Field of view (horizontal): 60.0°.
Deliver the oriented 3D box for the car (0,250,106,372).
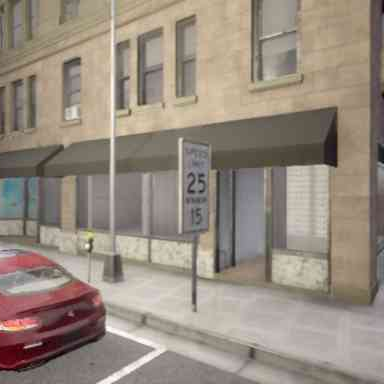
[{"bbox_3d":[-3.110,1.579,5.183,4.206,1.307,1.802,0,0,36],"label":"car"}]
